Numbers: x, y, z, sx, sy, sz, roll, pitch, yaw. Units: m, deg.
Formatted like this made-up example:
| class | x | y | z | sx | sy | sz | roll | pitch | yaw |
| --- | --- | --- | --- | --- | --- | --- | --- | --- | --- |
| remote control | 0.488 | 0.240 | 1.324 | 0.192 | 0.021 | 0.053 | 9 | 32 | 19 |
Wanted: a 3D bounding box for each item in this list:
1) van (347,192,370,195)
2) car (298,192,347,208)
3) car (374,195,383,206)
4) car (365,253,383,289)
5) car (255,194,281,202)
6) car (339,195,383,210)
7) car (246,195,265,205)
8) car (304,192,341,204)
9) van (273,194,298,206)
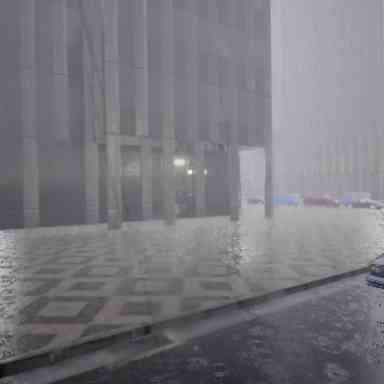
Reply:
| class | x | y | z | sx | sy | sz | roll | pitch | yaw |
| --- | --- | --- | --- | --- | --- | --- | --- | --- | --- |
| van | 23.951 | 0.969 | 48.535 | 1.690 | 1.788 | 3.998 | -1 | 1 | -36 |
| car | 17.012 | 1.117 | 43.576 | 2.192 | 1.841 | 5.009 | -1 | 1 | -36 |
| car | 27.072 | 1.175 | 44.185 | 1.752 | 1.417 | 4.829 | -1 | 1 | -36 |
| car | 6.280 | 1.498 | 7.843 | 5.357 | 1.411 | 2.033 | 0 | 0 | -35 |
| car | 14.198 | 1.087 | 62.147 | 1.752 | 1.417 | 4.829 | -1 | 1 | -36 |
| car | 20.235 | 1.375 | 39.089 | 2.008 | 1.369 | 4.403 | -1 | 1 | -36 |
| car | 10.573 | 1.199 | 52.557 | 1.967 | 1.590 | 4.097 | -1 | 1 | -36 |
| car | 20.732 | 0.921 | 53.025 | 2.192 | 1.841 | 5.009 | -1 | 1 | -36 |
| van | 13.792 | 1.121 | 48.066 | 1.690 | 1.788 | 3.998 | -1 | 1 | -36 |
